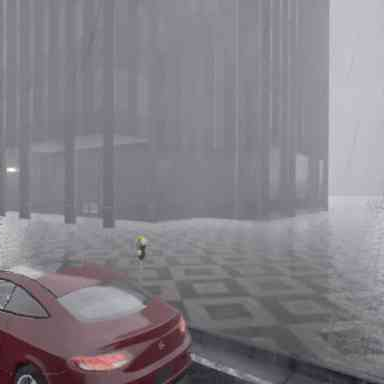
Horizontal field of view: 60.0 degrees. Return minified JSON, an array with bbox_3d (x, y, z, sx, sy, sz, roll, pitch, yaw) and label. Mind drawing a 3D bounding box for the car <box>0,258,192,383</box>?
[{"bbox_3d":[-1.944,1.554,4.354,4.206,1.307,1.802,1,0,36],"label":"car"}]
